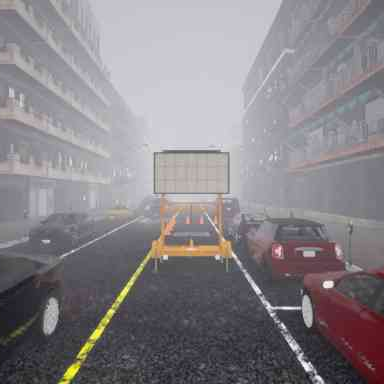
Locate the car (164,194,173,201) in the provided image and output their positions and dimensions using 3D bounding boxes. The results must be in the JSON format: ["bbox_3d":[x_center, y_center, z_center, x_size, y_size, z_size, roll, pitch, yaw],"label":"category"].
[{"bbox_3d":[-5.794,1.414,82.814,1.967,1.590,4.097,0,0,0],"label":"car"}]

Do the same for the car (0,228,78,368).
[{"bbox_3d":[-3.105,1.478,3.691,1.882,1.535,5.008,0,0,0],"label":"car"}]

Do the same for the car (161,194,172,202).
[{"bbox_3d":[-5.785,1.292,77.179,2.192,1.841,5.009,0,0,0],"label":"car"}]

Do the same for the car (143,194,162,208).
[{"bbox_3d":[-5.750,1.305,48.997,2.192,1.841,5.009,0,0,0],"label":"car"}]

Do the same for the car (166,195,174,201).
[{"bbox_3d":[-5.801,1.516,88.452,1.887,1.381,4.507,0,0,0],"label":"car"}]

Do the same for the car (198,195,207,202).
[{"bbox_3d":[2.594,1.503,77.356,1.752,1.417,4.829,0,0,0],"label":"car"}]

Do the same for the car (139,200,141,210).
[{"bbox_3d":[-5.744,1.432,43.361,1.967,1.590,4.097,0,0,0],"label":"car"}]

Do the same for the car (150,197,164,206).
[{"bbox_3d":[-5.759,1.570,54.634,1.802,1.307,4.206,0,0,0],"label":"car"}]

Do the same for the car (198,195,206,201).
[{"bbox_3d":[2.580,1.516,88.458,1.887,1.381,4.507,0,0,0],"label":"car"}]

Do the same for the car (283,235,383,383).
[{"bbox_3d":[2.687,1.545,3.912,1.887,1.381,4.507,0,0,0],"label":"car"}]

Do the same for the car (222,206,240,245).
[{"bbox_3d":[2.673,1.550,15.185,2.008,1.369,4.403,0,0,0],"label":"car"}]

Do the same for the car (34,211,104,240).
[{"bbox_3d":[-5.708,1.565,15.177,1.947,1.339,4.313,0,0,0],"label":"car"}]

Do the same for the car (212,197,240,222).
[{"bbox_3d":[2.660,1.312,26.458,2.192,1.841,5.009,0,0,0],"label":"car"}]

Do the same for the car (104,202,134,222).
[{"bbox_3d":[-5.722,1.523,26.280,1.752,1.417,4.829,0,0,0],"label":"car"}]

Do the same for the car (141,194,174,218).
[{"bbox_3d":[-3.038,1.348,30.348,2.097,1.767,4.553,0,0,0],"label":"car"}]

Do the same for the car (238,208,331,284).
[{"bbox_3d":[2.680,1.440,9.549,1.967,1.590,4.097,0,0,0],"label":"car"}]

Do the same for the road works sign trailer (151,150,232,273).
[{"bbox_3d":[-0.013,0.464,10.678,2.380,3.560,2.880,0,0,0],"label":"road works sign trailer"}]
